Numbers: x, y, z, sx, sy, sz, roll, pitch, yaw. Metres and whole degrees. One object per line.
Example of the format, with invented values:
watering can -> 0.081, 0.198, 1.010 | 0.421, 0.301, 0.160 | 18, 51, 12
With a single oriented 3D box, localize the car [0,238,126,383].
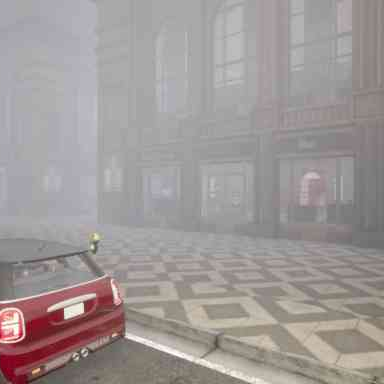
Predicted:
car -> -2.983, 1.440, 5.092 | 4.097, 1.590, 1.967 | 0, 0, 36
